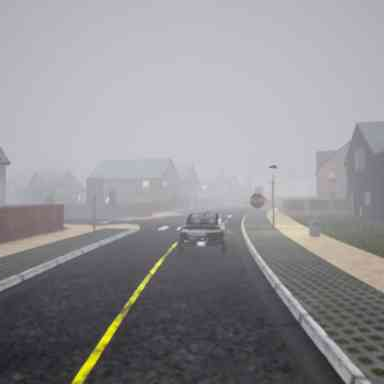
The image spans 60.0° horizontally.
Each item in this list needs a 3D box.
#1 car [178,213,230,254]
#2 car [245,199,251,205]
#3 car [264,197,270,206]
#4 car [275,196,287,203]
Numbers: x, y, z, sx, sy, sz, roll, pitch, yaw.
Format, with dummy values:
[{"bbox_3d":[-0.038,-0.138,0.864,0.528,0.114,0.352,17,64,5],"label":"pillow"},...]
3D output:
[{"bbox_3d":[0.537,1.619,14.102,2.128,1.511,4.902,0,0,5],"label":"car"},{"bbox_3d":[12.402,2.054,68.400,1.895,1.301,4.718,-1,0,24],"label":"car"},{"bbox_3d":[13.830,1.777,64.980,2.097,1.767,4.553,-1,-1,25],"label":"car"},{"bbox_3d":[21.369,1.827,79.459,1.837,1.490,4.892,-1,0,32],"label":"car"}]
